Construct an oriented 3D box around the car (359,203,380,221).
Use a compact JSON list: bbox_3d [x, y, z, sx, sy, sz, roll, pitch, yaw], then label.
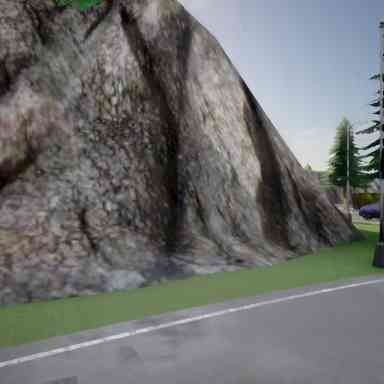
[{"bbox_3d":[14.991,1.526,25.104,1.812,1.442,4.674,0,0,-26],"label":"car"}]
